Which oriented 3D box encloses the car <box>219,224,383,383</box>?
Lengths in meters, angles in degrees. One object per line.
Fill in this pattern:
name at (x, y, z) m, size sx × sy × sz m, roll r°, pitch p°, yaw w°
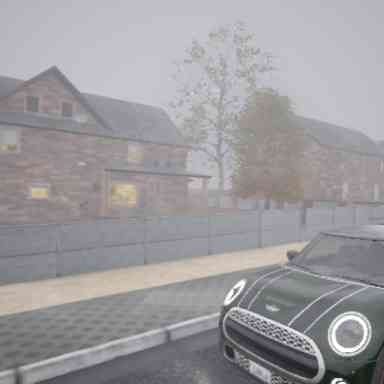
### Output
car at (2.565, 1.328, 4.865) m, size 4.553 × 1.767 × 2.097 m, roll 0°, pitch 0°, yaw -35°
